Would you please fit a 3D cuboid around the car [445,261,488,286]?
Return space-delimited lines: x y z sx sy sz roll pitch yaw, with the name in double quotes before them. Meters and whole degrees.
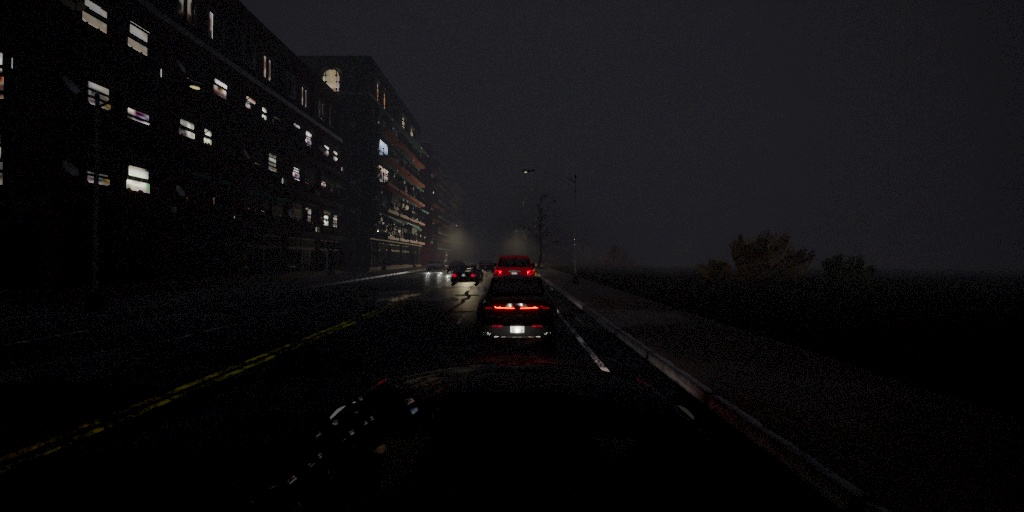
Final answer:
"car" -3.120 1.298 25.625 2.033 1.411 5.357 0 0 0

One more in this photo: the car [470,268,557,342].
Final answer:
"car" 0.109 1.255 9.749 1.837 1.490 4.892 0 0 0

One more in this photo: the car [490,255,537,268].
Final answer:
"car" 0.116 0.972 20.096 2.150 2.045 5.566 0 0 0

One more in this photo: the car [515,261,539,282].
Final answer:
"car" 1.163 1.206 30.503 1.801 1.575 5.366 0 0 0

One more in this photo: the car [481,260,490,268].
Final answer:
"car" -3.110 1.227 44.099 1.882 1.535 5.008 0 -1 0

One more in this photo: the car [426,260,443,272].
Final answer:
"car" -9.809 1.274 46.369 1.812 1.442 4.674 0 0 0

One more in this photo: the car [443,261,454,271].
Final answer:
"car" -6.564 1.274 42.745 1.812 1.442 4.674 0 0 0
